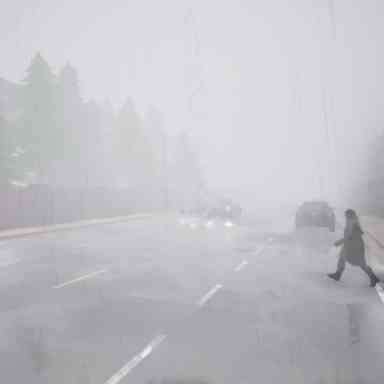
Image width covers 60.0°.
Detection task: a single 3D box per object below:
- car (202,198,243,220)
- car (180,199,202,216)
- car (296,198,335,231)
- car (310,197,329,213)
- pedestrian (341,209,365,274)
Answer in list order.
[{"bbox_3d":[2.770,1.297,27.806,2.097,1.767,4.553,0,0,22],"label":"car"},{"bbox_3d":[0.429,1.430,31.399,2.128,1.511,4.902,0,0,22],"label":"car"},{"bbox_3d":[7.621,1.313,20.497,2.097,1.767,4.553,0,0,22],"label":"car"},{"bbox_3d":[14.512,1.406,37.897,1.882,1.535,5.008,0,0,22],"label":"car"},{"bbox_3d":[3.872,1.279,8.023,0.375,1.860,0.375,0,0,22],"label":"pedestrian"}]
